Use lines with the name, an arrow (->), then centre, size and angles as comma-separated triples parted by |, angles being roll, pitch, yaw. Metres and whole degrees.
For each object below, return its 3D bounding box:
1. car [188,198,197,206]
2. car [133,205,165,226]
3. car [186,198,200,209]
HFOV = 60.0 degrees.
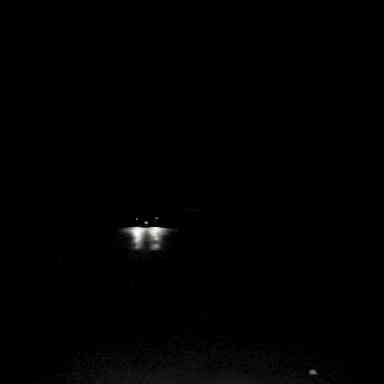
car -> 0.092, 1.870, 65.578 | 1.837, 1.490, 4.892 | 0, 0, 0
car -> -3.055, 1.702, 24.953 | 2.033, 1.411, 5.357 | 0, 0, 0
car -> 0.171, 1.763, 49.775 | 1.882, 1.535, 5.008 | 0, 0, 0
